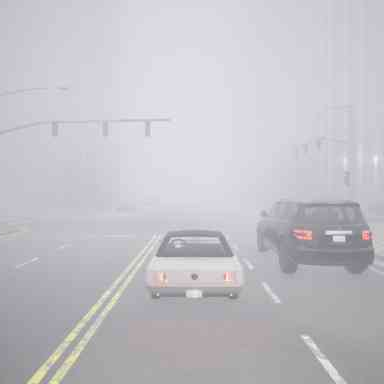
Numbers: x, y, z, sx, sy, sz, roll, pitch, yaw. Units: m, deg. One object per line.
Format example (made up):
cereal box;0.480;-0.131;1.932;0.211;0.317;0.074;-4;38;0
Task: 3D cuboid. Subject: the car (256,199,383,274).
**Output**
car;3.583;1.222;10.746;2.150;2.045;5.566;0;0;0

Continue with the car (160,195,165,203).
car;-6.940;1.355;70.315;2.097;1.767;4.553;0;0;0

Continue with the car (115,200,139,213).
car;-7.069;1.564;36.434;1.994;1.385;4.181;0;0;0

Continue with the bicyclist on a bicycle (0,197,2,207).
bicyclist on a bicycle;-26.380;1.301;45.411;0.582;1.620;1.656;0;0;-1

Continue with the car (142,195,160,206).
car;-7.041;1.492;55.204;2.128;1.511;4.902;0;0;0

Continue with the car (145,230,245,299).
car;0.067;1.601;8.391;1.895;1.301;4.718;0;0;1
